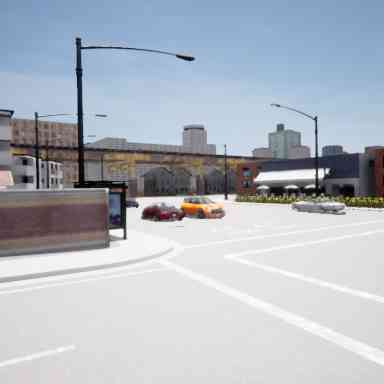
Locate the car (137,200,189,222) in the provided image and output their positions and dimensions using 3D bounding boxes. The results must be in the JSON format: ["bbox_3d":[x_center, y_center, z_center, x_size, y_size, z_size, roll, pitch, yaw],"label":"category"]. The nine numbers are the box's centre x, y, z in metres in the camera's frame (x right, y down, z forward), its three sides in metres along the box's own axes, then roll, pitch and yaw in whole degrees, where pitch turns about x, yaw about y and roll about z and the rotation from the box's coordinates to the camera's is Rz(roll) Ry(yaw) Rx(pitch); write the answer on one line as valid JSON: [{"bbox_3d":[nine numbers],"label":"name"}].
[{"bbox_3d":[-2.339,1.506,25.877,1.994,1.385,4.181,-1,1,-32],"label":"car"}]

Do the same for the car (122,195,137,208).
[{"bbox_3d":[-8.313,1.406,42.941,1.994,1.385,4.181,-2,1,-27],"label":"car"}]

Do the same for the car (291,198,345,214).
[{"bbox_3d":[11.412,1.233,30.562,1.895,1.301,4.718,-1,1,-30],"label":"car"}]

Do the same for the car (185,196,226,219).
[{"bbox_3d":[0.801,1.217,27.442,2.097,1.767,4.553,-1,1,-32],"label":"car"}]
